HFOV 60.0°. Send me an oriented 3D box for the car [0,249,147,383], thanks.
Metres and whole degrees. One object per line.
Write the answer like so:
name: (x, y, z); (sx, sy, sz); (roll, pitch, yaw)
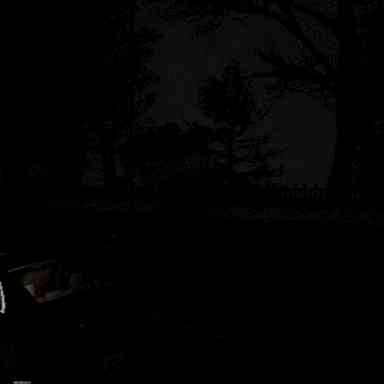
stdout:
car: (-2.606, 1.503, 4.737); (4.403, 1.369, 2.008); (1, 1, 35)
